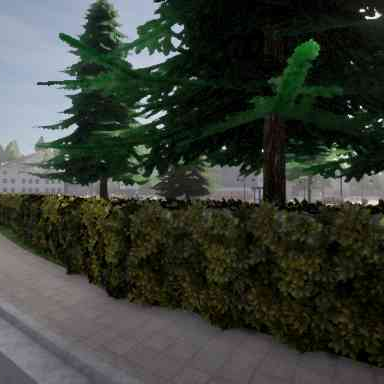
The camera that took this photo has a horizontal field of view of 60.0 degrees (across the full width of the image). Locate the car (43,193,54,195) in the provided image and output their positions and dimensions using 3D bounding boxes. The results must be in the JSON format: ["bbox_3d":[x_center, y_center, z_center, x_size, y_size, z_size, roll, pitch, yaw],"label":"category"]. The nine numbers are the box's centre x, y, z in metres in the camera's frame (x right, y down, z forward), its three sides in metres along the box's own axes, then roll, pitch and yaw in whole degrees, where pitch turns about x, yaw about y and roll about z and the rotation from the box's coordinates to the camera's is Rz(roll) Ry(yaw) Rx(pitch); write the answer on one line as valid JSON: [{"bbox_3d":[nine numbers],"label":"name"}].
[{"bbox_3d":[-29.670,1.298,72.102,4.514,1.523,2.007,0,0,-36],"label":"car"}]

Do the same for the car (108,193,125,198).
[{"bbox_3d":[-20.412,1.154,90.228,5.027,1.636,2.152,0,0,-36],"label":"car"}]

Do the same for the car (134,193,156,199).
[{"bbox_3d":[-7.949,1.384,60.636,3.806,1.475,1.970,0,0,-36],"label":"car"}]

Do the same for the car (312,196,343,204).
[{"bbox_3d":[22.889,1.498,56.233,4.892,1.490,1.837,0,-1,31],"label":"car"}]

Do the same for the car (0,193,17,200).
[{"bbox_3d":[-44.668,1.077,80.711,3.866,1.878,1.905,0,0,-36],"label":"car"}]

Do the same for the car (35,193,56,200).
[{"bbox_3d":[-36.361,1.097,82.633,4.605,1.855,1.932,0,0,-36],"label":"car"}]

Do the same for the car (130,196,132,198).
[{"bbox_3d":[-12.946,1.077,79.837,3.866,1.878,1.905,0,0,-36],"label":"car"}]

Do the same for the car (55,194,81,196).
[{"bbox_3d":[-23.873,1.320,63.962,3.633,1.501,1.845,0,0,-36],"label":"car"}]

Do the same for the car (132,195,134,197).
[{"bbox_3d":[-10.916,1.097,77.718,4.605,1.855,1.932,0,0,-36],"label":"car"}]
